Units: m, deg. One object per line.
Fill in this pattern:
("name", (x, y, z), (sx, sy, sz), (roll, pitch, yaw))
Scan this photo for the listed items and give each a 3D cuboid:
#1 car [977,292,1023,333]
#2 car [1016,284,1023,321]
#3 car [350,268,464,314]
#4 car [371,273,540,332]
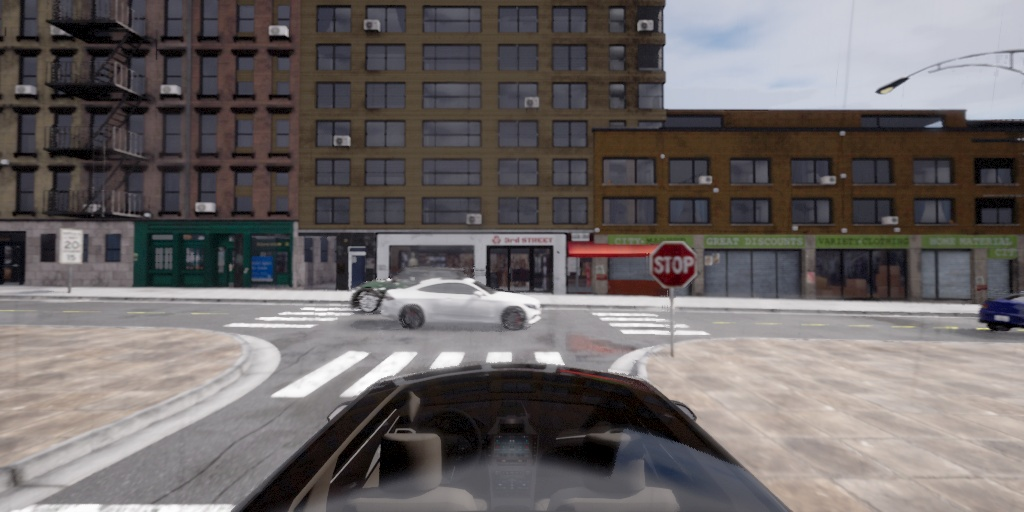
("car", (17.178, 1.784, 10.901), (4.674, 1.442, 1.812), (1, -1, 0))
("car", (23.234, 1.972, 13.868), (4.892, 1.490, 1.837), (2, -1, 0))
("car", (-3.714, 1.221, 13.796), (4.553, 1.767, 2.097), (1, -1, 0))
("car", (-1.495, 1.383, 10.847), (4.674, 1.442, 1.812), (1, -1, 0))
